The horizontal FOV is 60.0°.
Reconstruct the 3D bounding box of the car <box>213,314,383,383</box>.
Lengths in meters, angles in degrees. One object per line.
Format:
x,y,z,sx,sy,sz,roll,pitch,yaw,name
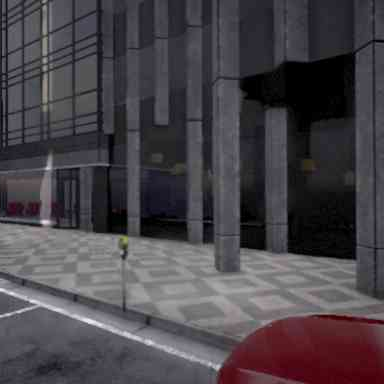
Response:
2.330,1.318,1.197,5.009,1.841,2.192,0,0,36,car
